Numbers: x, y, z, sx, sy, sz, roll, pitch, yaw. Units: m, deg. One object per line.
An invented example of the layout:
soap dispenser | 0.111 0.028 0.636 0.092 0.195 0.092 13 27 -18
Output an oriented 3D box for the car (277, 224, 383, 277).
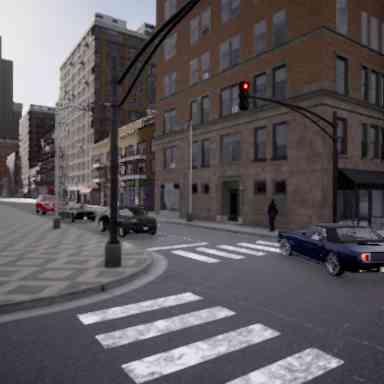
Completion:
car | 4.425 1.636 10.425 1.895 1.301 4.718 0 0 -10

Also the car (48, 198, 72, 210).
car | -18.057 1.612 45.437 2.128 1.511 4.902 0 0 -33

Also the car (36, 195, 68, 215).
car | -15.088 1.316 35.447 2.150 2.045 5.566 0 0 -34

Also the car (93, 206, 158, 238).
car | -3.655 1.527 18.524 1.882 1.535 5.008 0 0 -33

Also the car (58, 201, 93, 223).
car | -9.206 1.673 26.733 1.895 1.301 4.718 0 0 -34

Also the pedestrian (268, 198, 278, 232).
pedestrian | 4.311 1.214 17.889 0.375 1.860 0.375 0 0 -34
